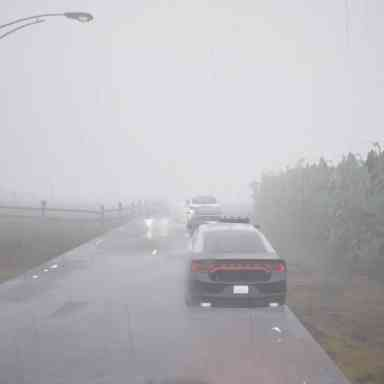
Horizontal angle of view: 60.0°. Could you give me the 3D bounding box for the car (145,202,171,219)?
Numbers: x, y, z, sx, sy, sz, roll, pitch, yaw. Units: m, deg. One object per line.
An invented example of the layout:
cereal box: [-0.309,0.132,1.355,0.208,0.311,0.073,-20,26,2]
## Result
car: [-2.886,1.529,29.058,1.994,1.385,4.181,0,0,0]

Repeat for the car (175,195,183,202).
car: [-2.839,1.384,76.536,2.097,1.767,4.553,0,0,0]

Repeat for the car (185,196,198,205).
car: [-0.069,1.452,59.821,2.128,1.511,4.902,0,0,0]

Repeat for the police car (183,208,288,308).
police car: [0.814,1.420,8.131,1.930,1.638,5.238,0,0,0]

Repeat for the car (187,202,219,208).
car: [0.803,1.490,18.021,1.837,1.490,4.892,0,0,0]

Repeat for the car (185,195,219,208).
car: [0.794,1.197,24.050,2.150,2.045,5.566,0,0,0]

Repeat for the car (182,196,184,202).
car: [-0.014,1.419,46.376,1.882,1.535,5.008,0,0,1]
